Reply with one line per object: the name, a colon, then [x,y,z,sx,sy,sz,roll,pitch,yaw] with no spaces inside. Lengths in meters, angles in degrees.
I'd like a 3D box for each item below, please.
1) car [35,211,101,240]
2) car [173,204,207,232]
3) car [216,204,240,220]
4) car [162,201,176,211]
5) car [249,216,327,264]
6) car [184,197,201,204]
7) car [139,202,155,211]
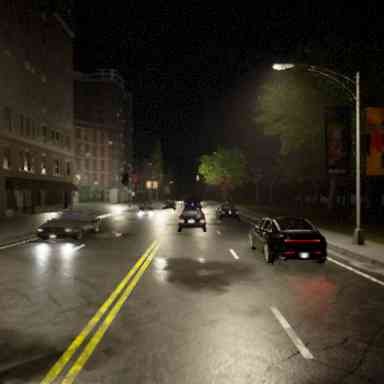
car: [-6.546,1.742,18.360,2.033,1.411,5.357,0,-1,1]
car: [0.029,1.781,22.048,2.033,1.411,5.357,0,-1,1]
car: [3.329,1.879,31.522,2.033,1.411,5.357,0,-1,0]
car: [-3.337,2.059,49.703,2.033,1.411,5.357,0,-1,0]
car: [3.344,1.639,12.318,1.837,1.490,4.892,0,0,0]
car: [0.080,1.682,44.467,2.150,2.045,5.566,0,-1,0]
car: [-6.592,2.105,48.970,1.895,1.301,4.718,0,-1,0]
